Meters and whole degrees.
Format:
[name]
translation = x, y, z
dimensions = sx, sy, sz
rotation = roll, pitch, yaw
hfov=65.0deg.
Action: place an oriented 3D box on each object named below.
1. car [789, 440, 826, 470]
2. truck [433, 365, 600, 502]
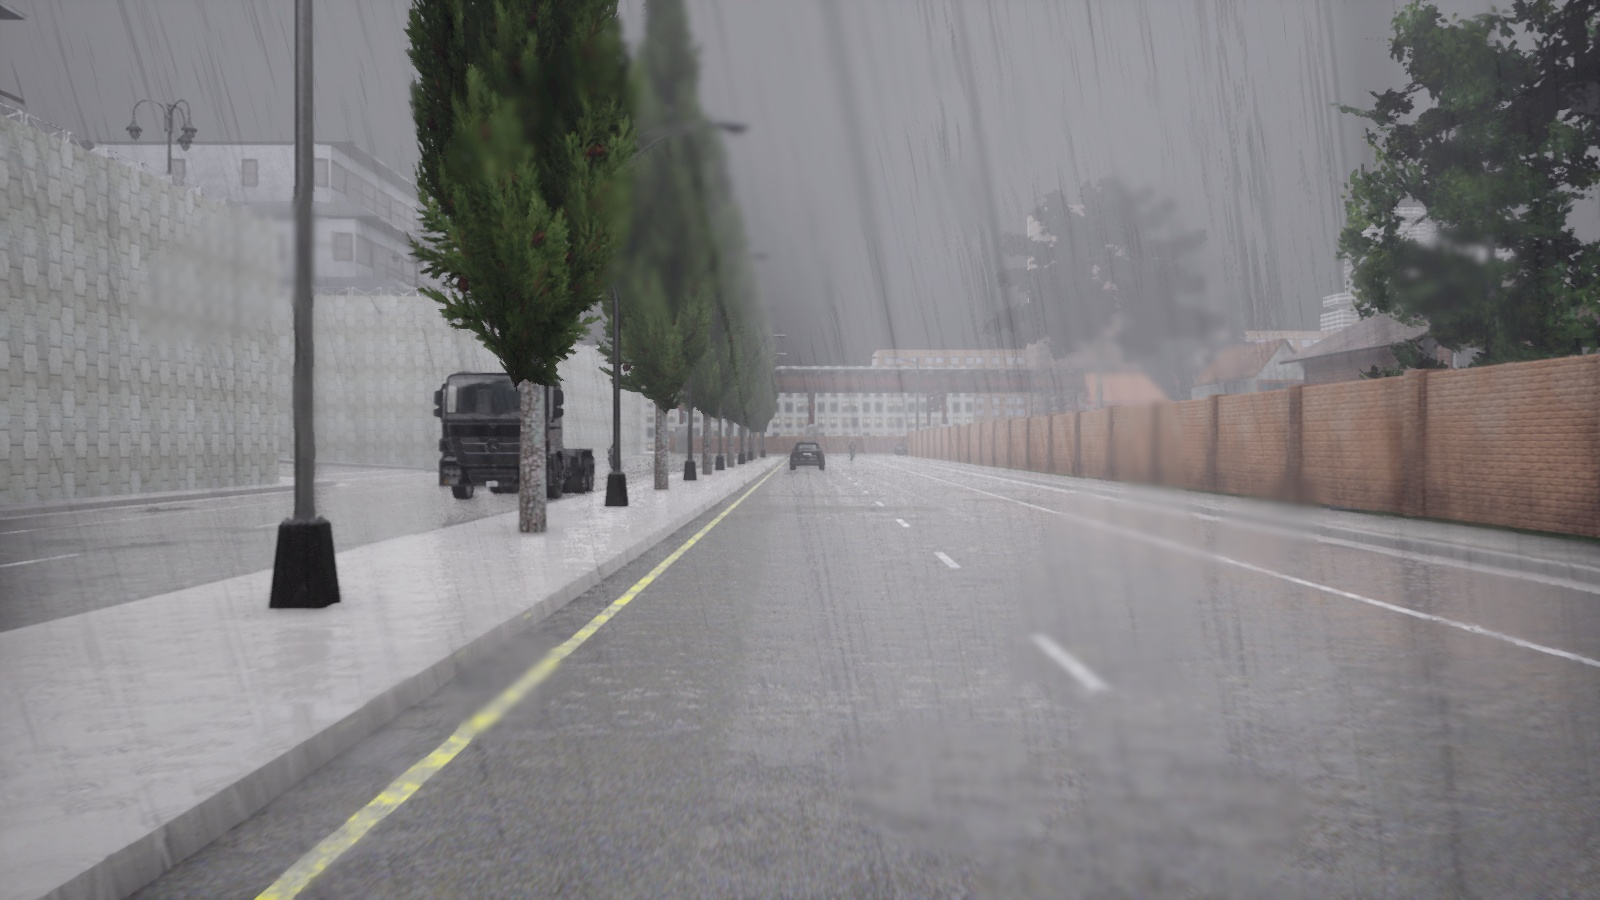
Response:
[car]
translation = 0.419, 0.277, 71.015
dimensions = 2.033, 1.649, 4.856
rotation = 0, 0, 0
[truck]
translation = -7.781, -0.443, 35.643
dimensions = 2.891, 3.462, 7.936
rotation = 0, 0, 0
